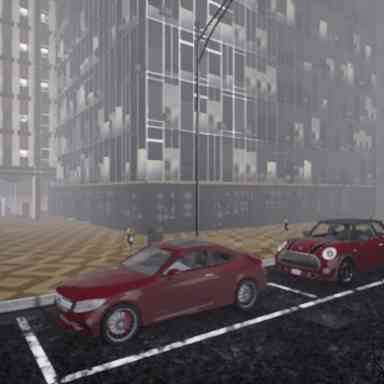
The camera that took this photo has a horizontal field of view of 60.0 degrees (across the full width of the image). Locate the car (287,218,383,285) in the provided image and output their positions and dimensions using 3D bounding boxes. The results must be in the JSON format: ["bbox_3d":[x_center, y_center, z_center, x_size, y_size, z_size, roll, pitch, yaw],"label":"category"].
[{"bbox_3d":[4.273,1.521,9.620,4.097,1.590,1.967,1,-1,-36],"label":"car"}]

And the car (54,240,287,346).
[{"bbox_3d":[-0.354,1.612,6.317,4.206,1.307,1.802,1,-1,-36],"label":"car"}]
